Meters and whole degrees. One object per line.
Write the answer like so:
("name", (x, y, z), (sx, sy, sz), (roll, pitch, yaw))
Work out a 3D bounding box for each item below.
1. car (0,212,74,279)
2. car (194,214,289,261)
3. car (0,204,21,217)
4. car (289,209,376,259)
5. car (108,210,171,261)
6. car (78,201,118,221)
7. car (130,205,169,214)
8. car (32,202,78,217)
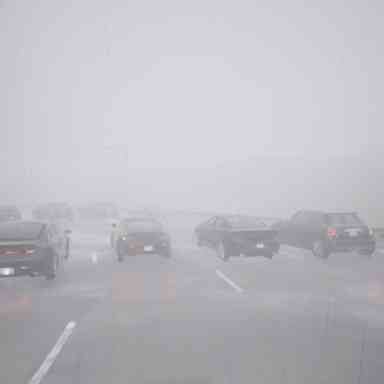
("car", (-4.886, 1.596, 10.088), (1.837, 1.490, 4.892), (0, 0, -14))
("car", (1.515, 1.594, 13.042), (1.882, 1.535, 5.008), (0, 0, -16))
("car", (-15.622, 1.745, 27.126), (4.892, 1.490, 1.837), (0, -1, 42))
("car", (4.992, 1.472, 13.477), (2.097, 1.767, 4.553), (0, -1, -15))
("car", (-2.072, 1.640, 12.842), (1.812, 1.442, 4.674), (0, 0, -17))
("car", (-8.535, 1.617, 29.950), (2.097, 1.767, 4.553), (0, -1, -43))
("car", (-4.169, 1.871, 30.444), (1.895, 1.301, 4.718), (0, -1, -40))
("car", (-11.984, 1.604, 28.459), (2.097, 1.767, 4.553), (0, -1, -45))
